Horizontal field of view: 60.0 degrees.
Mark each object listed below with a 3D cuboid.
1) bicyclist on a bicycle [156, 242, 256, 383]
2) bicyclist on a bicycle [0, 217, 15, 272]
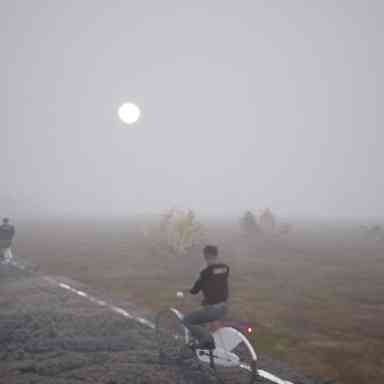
[{"bbox_3d":[0.083,1.556,4.497,0.659,1.776,1.843,3,-3,-44],"label":"bicyclist on a bicycle"},{"bbox_3d":[-6.307,1.722,11.126,0.659,1.776,1.843,3,-3,-43],"label":"bicyclist on a bicycle"}]
